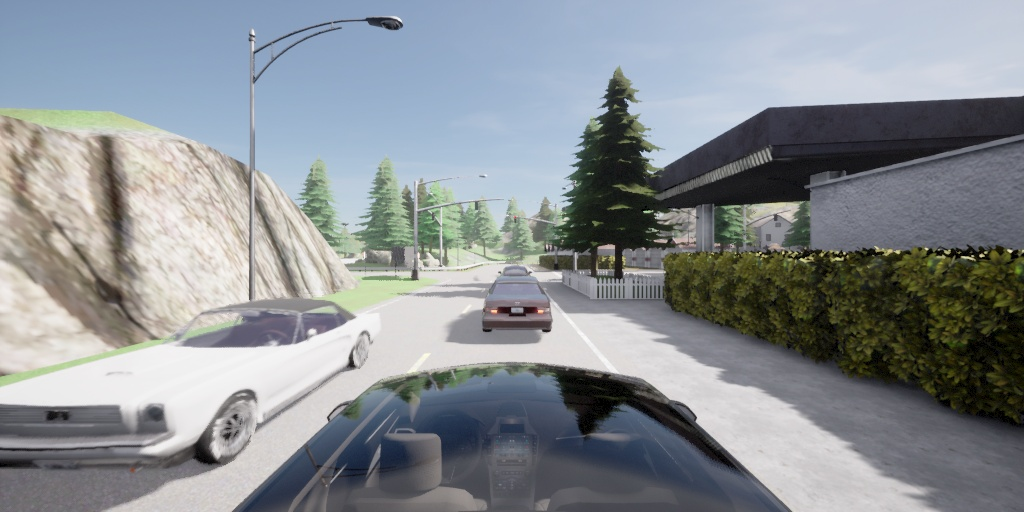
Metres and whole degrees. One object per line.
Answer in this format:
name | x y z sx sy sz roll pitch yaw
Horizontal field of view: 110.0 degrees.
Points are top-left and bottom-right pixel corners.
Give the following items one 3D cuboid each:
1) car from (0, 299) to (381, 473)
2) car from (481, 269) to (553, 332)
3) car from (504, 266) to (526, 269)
car | -3.587 1.352 5.042 1.895 1.301 4.718 0 0 0
car | 0.136 1.301 10.796 2.033 1.411 5.357 0 0 0
car | 0.181 1.282 20.382 1.812 1.442 4.674 0 0 0
